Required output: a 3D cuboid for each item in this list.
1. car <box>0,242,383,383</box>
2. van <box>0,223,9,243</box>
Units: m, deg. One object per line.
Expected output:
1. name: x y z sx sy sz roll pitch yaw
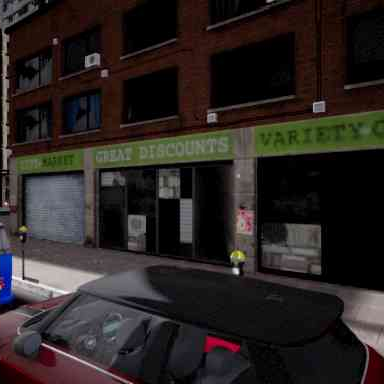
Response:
1. car: -0.457 1.440 3.053 4.097 1.590 1.967 0 0 36
2. van: -5.087 1.343 6.361 3.998 1.788 1.690 0 0 36
